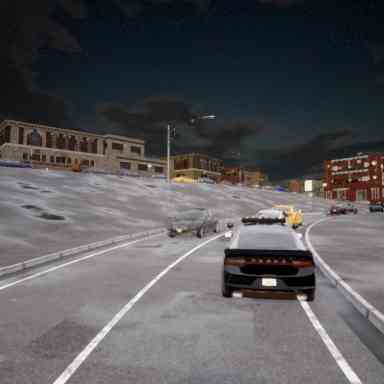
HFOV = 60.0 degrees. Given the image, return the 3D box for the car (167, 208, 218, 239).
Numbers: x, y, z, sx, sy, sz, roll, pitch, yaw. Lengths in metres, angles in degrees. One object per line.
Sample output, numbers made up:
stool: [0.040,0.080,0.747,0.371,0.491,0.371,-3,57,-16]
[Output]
car: [0.174,1.710,18.777,1.837,1.490,4.892,-2,-1,20]

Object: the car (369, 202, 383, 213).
car: [27.904,2.254,49.009,4.902,1.511,2.128,2,-4,-39]

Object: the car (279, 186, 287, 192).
car: [21.716,-0.428,83.484,2.435,2.045,5.566,-3,-6,40]

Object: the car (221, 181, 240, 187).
car: [6.821,-1.392,67.072,4.792,1.488,2.163,4,-6,-45]

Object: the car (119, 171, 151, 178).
car: [-9.529,-2.507,51.886,4.892,1.521,2.231,3,-5,-40]

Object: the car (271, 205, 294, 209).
car: [4.252,1.641,17.742,1.812,1.442,4.674,-1,-1,19]

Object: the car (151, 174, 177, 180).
car: [-5.346,-2.212,55.520,4.674,1.452,2.002,4,-5,-41]

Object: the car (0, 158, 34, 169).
car: [-22.149,-3.297,41.346,4.553,1.767,2.185,3,-5,-40]

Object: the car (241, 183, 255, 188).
car: [10.656,-1.097,71.030,2.002,1.452,4.674,-4,-6,44]

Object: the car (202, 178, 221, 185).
car: [2.762,-1.836,63.052,4.553,1.767,2.185,4,-6,-43]

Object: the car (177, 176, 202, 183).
car: [-1.243,-1.984,59.248,5.008,1.535,2.097,4,-6,-42]

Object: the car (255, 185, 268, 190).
car: [14.339,-0.849,75.001,2.231,1.521,4.892,-4,-6,43]

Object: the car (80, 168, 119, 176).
car: [-13.757,-2.739,48.345,4.892,1.521,2.231,3,-5,-40]

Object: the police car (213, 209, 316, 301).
police car: [1.852,1.456,8.617,1.930,1.638,5.238,-1,0,10]

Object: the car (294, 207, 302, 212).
car: [6.428,1.662,23.041,1.882,1.535,5.008,-2,-2,25]

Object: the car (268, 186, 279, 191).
car: [18.074,-0.651,79.219,2.185,1.767,4.553,-4,-6,41]

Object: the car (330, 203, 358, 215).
car: [18.831,2.075,41.347,4.674,1.442,1.812,1,-4,-40]
